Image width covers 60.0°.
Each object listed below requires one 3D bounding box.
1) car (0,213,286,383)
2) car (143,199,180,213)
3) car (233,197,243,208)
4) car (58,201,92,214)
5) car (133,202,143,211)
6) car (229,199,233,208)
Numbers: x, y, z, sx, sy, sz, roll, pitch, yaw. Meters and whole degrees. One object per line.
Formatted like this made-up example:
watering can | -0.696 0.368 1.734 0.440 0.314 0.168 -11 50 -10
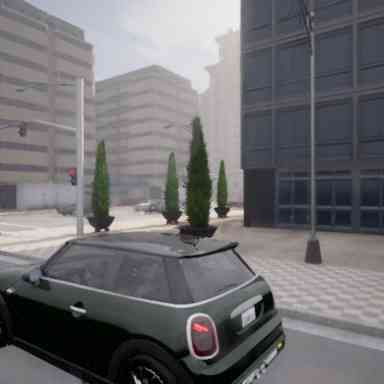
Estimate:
car | -1.125 1.363 4.794 4.553 1.767 2.097 0 0 35
car | -3.218 1.704 38.922 1.994 1.385 4.181 0 0 35
car | 8.516 1.481 49.491 2.097 1.767 4.553 0 0 35
car | -11.251 1.658 33.955 1.837 1.490 4.892 0 0 35
car | -5.355 1.679 42.295 1.812 1.442 4.674 0 0 35
car | 6.162 1.742 52.221 1.895 1.301 4.718 0 0 35
